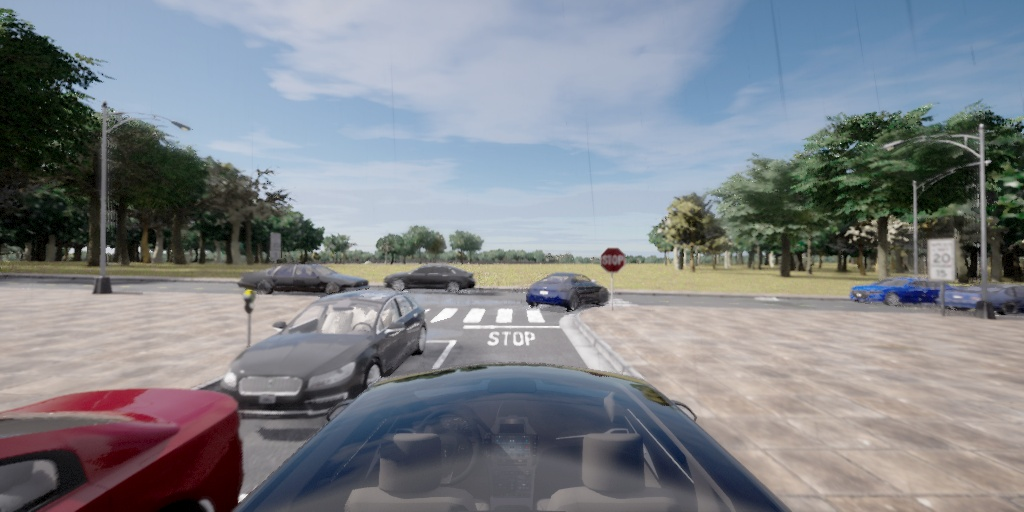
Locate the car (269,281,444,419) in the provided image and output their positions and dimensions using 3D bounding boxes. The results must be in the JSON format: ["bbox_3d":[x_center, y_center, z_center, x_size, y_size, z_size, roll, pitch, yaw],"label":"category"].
[{"bbox_3d":[-2.636,1.311,6.047,2.007,1.370,4.403,0,0,0],"label":"car"}]

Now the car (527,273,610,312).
[{"bbox_3d":[2.430,1.403,14.880,1.994,1.385,4.181,0,-2,38],"label":"car"}]

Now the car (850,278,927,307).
[{"bbox_3d":[21.314,1.925,19.436,5.008,1.535,1.882,2,-1,0],"label":"car"}]

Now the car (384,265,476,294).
[{"bbox_3d":[-4.401,1.223,19.462,4.892,1.490,1.837,2,-1,0],"label":"car"}]

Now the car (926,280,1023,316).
[{"bbox_3d":[23.023,2.010,16.484,5.357,1.411,2.033,2,-1,0],"label":"car"}]

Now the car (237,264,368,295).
[{"bbox_3d":[-9.454,1.089,16.516,5.357,1.411,2.033,2,-1,0],"label":"car"}]

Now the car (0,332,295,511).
[{"bbox_3d":[-2.638,1.292,0.506,1.888,1.381,4.507,0,0,0],"label":"car"}]
